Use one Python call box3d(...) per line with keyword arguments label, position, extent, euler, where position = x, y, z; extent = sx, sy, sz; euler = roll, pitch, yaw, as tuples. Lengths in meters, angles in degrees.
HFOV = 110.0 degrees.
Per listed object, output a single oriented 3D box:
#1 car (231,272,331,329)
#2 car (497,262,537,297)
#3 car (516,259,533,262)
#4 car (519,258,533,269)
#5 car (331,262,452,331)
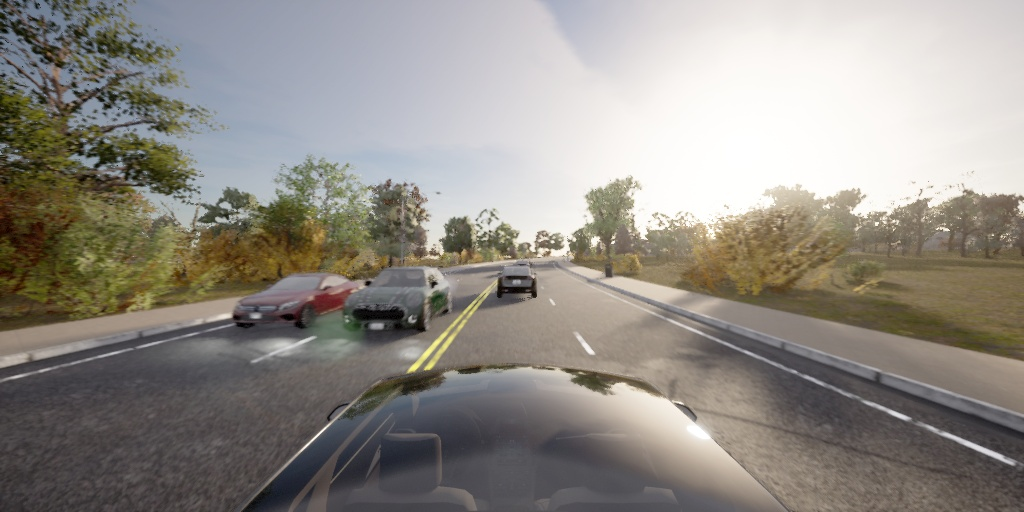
box3d(label="car", position=(-6.451, 1.267, 11.410), extent=(1.812, 1.442, 4.674), euler=(0, 0, 1))
box3d(label="car", position=(0.269, 1.255, 19.077), extent=(2.163, 1.488, 4.792), euler=(0, 0, 1))
box3d(label="car", position=(1.111, 1.225, 39.217), extent=(1.837, 1.490, 4.892), euler=(0, 0, 3))
box3d(label="car", position=(2.267, 1.173, 57.130), extent=(2.128, 1.511, 4.902), euler=(0, 0, 5))
box3d(label="car", position=(-3.210, 1.098, 10.890), extent=(2.097, 1.767, 4.553), euler=(0, 0, 1))
